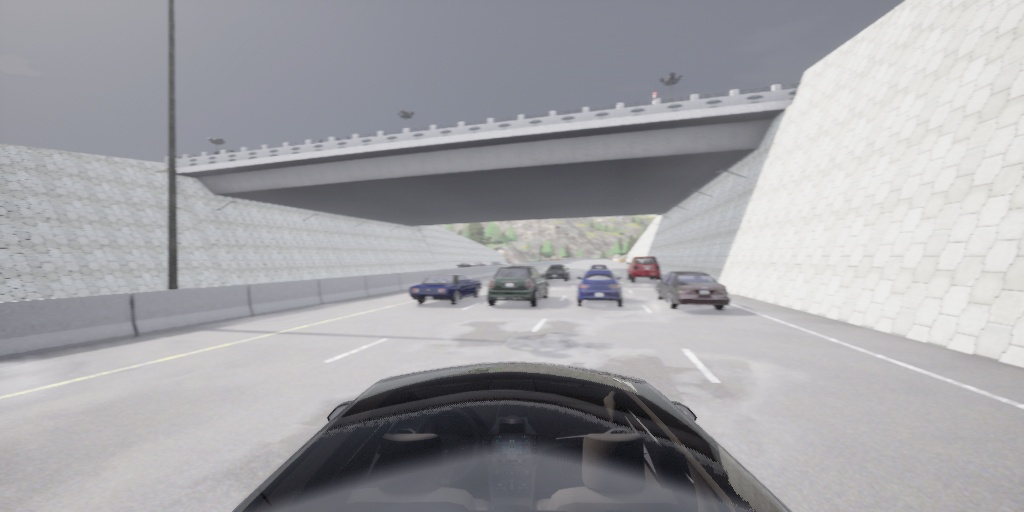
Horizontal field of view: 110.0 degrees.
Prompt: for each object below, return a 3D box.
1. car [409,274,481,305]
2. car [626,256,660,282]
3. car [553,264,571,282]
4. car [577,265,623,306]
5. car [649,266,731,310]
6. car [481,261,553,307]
[{"bbox_3d":[-2.980,1.508,17.339,1.895,1.301,4.718,-1,0,14],"label":"car"},{"bbox_3d":[10.720,1.035,29.374,2.150,2.045,5.566,-1,0,14],"label":"car"},{"bbox_3d":[4.010,1.447,31.373,1.812,1.442,4.674,-1,0,14],"label":"car"},{"bbox_3d":[3.892,1.332,15.971,1.812,1.442,4.674,-1,0,14],"label":"car"},{"bbox_3d":[7.197,1.302,14.763,2.033,1.411,5.357,-1,0,14],"label":"car"},{"bbox_3d":[0.414,1.206,16.496,2.097,1.767,4.553,-1,-1,14],"label":"car"}]
